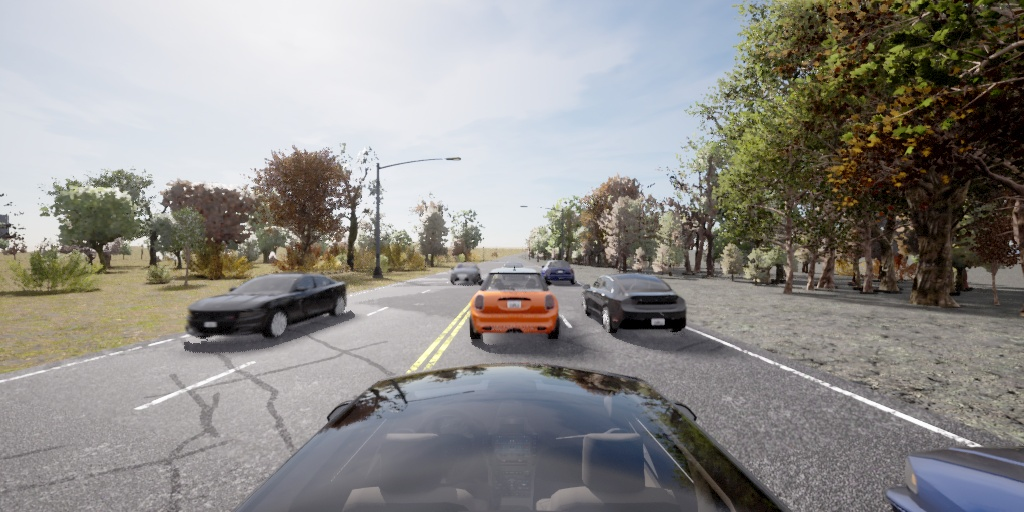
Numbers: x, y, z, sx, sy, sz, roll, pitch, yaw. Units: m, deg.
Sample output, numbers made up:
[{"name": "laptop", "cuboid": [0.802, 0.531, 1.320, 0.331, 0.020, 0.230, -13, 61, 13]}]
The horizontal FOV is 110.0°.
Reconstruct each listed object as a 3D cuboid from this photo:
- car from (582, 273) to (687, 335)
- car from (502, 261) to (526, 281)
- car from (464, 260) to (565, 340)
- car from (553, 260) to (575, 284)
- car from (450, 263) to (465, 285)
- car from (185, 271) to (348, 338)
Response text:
[{"name": "car", "cuboid": [3.319, 1.244, 10.576, 1.837, 1.490, 4.892, -1, 0, 0]}, {"name": "car", "cuboid": [0.130, 1.229, 31.386, 1.882, 1.535, 5.008, 0, 0, -1]}, {"name": "car", "cuboid": [0.070, 1.102, 10.097, 2.097, 1.767, 4.553, 0, 0, 0]}, {"name": "car", "cuboid": [3.336, 1.095, 26.896, 2.097, 1.767, 4.553, -1, 0, 0]}, {"name": "car", "cuboid": [-3.324, 1.243, 26.394, 2.128, 1.511, 4.902, 0, 0, 0]}, {"name": "car", "cuboid": [-6.592, 1.228, 10.339, 1.882, 1.535, 5.008, 0, 0, 0]}]
